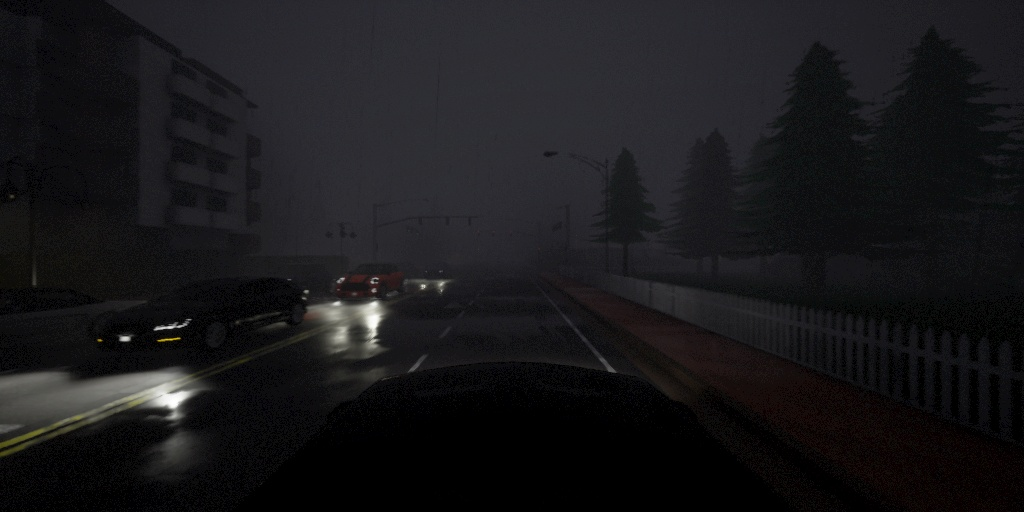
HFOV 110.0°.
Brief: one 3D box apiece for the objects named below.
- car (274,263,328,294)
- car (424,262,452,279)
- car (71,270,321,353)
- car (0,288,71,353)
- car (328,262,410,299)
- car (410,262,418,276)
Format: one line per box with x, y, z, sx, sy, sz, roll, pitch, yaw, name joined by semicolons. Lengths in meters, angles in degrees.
-10.593;1.138;17.463;2.097;1.767;4.553;0;0;0;car
-7.014;1.300;34.315;1.882;1.535;5.008;0;0;0;car
-7.092;1.270;9.003;1.837;1.490;4.892;0;0;0;car
-10.595;1.362;7.247;1.895;1.301;4.718;0;0;0;car
-7.092;1.138;18.396;2.097;1.767;4.553;0;0;0;car
-10.508;1.350;34.929;2.128;1.511;4.902;0;0;0;car
